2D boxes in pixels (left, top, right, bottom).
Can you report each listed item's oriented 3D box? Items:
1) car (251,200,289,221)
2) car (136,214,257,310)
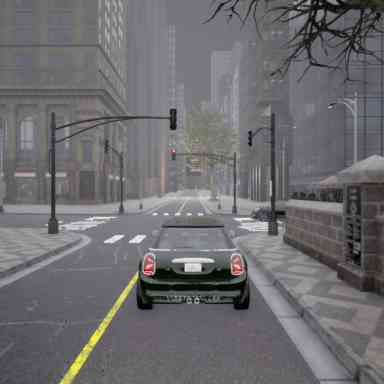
[{"bbox_3d":[6.983,1.398,26.432,4.553,1.767,2.097,0,0,6],"label":"car"},{"bbox_3d":[0.034,1.352,7.997,2.097,1.767,4.553,0,0,0],"label":"car"}]
